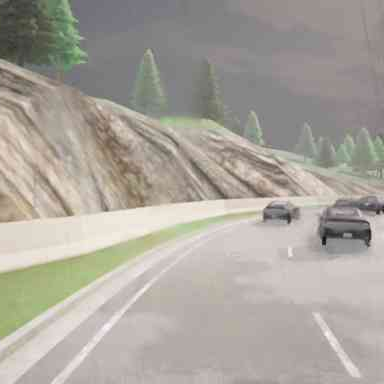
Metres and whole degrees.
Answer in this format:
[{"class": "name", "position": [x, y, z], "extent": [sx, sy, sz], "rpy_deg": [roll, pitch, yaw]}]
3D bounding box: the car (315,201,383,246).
[{"class": "car", "position": [6.650, 1.395, 14.818], "extent": [2.128, 1.511, 4.902], "rpy_deg": [0, 0, 19]}]

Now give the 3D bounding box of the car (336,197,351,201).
[{"class": "car", "position": [17.736, 1.254, 37.371], "extent": [4.902, 1.511, 2.128], "rpy_deg": [0, 1, -44]}]

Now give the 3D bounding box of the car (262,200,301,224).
[{"class": "car", "position": [6.324, 1.321, 23.129], "extent": [2.128, 1.511, 4.902], "rpy_deg": [0, 1, 28]}]

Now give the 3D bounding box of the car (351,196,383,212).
[{"class": "car", "position": [17.243, 1.162, 31.686], "extent": [2.097, 1.767, 4.553], "rpy_deg": [1, 1, 42]}]
